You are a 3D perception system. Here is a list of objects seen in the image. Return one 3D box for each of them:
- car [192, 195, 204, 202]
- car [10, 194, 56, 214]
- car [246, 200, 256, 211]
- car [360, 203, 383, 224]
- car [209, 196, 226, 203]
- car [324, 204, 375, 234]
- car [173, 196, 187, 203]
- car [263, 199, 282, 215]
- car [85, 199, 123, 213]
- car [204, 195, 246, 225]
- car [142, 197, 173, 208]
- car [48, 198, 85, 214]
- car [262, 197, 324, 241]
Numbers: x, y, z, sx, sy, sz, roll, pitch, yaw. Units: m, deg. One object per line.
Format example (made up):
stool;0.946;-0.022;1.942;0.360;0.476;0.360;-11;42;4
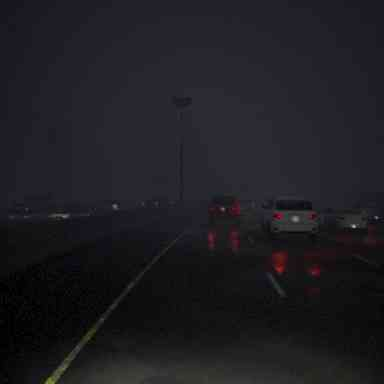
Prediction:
car;1.698;1.384;74.506;2.097;1.767;4.553;0;0;28
car;-16.751;1.246;35.656;2.150;2.045;5.566;0;0;13
car;6.873;1.676;41.705;1.895;1.301;4.718;0;0;17
car;13.495;1.588;25.745;1.812;1.442;4.674;0;0;12
car;5.761;1.664;74.649;2.033;1.411;5.357;0;0;28
car;8.824;1.571;19.691;1.812;1.442;4.674;0;0;9
car;-2.642;1.616;73.814;1.812;1.442;4.674;0;0;26
car;8.646;1.547;35.360;1.882;1.535;5.008;0;0;15
car;-9.319;1.546;36.539;1.837;1.490;4.892;0;0;15
car;2.584;1.260;24.761;2.150;2.045;5.566;0;-1;11
car;-4.463;1.408;41.093;2.097;1.767;4.553;0;0;17
car;-13.051;1.597;36.016;1.994;1.385;4.181;0;0;14
car;4.913;1.256;17.282;2.150;2.045;5.566;0;0;8
